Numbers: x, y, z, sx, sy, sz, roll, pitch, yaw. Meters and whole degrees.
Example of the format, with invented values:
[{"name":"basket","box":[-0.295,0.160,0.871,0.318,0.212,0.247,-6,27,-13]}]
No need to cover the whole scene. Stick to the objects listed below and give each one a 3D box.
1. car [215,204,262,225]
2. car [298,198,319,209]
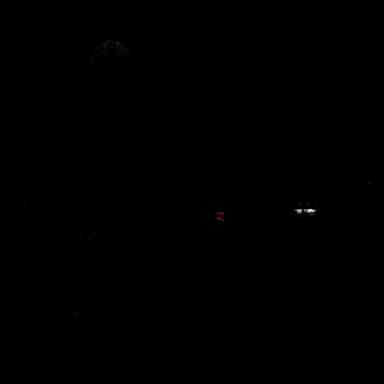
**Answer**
[{"name":"car","box":[3.558,1.630,24.693,1.837,1.490,4.892,0,0,36]},{"name":"car","box":[16.795,1.616,47.897,1.837,1.490,4.892,0,0,36]}]
